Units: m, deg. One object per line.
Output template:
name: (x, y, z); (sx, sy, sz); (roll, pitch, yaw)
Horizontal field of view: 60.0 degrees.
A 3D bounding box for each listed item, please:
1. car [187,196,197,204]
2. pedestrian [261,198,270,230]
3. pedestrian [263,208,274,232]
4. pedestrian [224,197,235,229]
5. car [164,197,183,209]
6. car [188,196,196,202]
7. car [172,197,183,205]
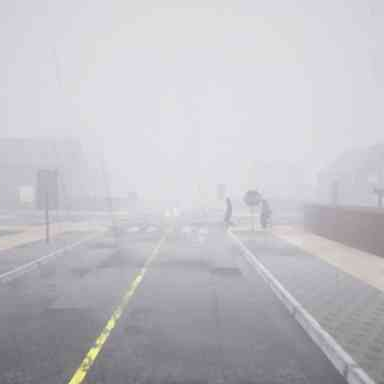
car: (0.024, 1.819, 69.386); (1.994, 1.385, 4.181); (0, -1, 0)
pedestrian: (4.022, 1.144, 18.162); (0.375, 1.860, 0.375); (-1, 1, 0)
pedestrian: (4.178, 1.518, 17.418); (0.500, 1.100, 0.500); (-1, 1, 0)
pedestrian: (2.113, 1.142, 18.762); (0.375, 1.860, 0.375); (-1, 1, 0)
car: (-2.818, 1.581, 46.838); (2.128, 1.511, 4.902); (0, 0, 0)
car: (0.027, 1.684, 79.395); (1.837, 1.490, 4.892); (0, -1, 0)
car: (-2.765, 1.730, 63.666); (1.812, 1.442, 4.674); (0, -1, 1)
